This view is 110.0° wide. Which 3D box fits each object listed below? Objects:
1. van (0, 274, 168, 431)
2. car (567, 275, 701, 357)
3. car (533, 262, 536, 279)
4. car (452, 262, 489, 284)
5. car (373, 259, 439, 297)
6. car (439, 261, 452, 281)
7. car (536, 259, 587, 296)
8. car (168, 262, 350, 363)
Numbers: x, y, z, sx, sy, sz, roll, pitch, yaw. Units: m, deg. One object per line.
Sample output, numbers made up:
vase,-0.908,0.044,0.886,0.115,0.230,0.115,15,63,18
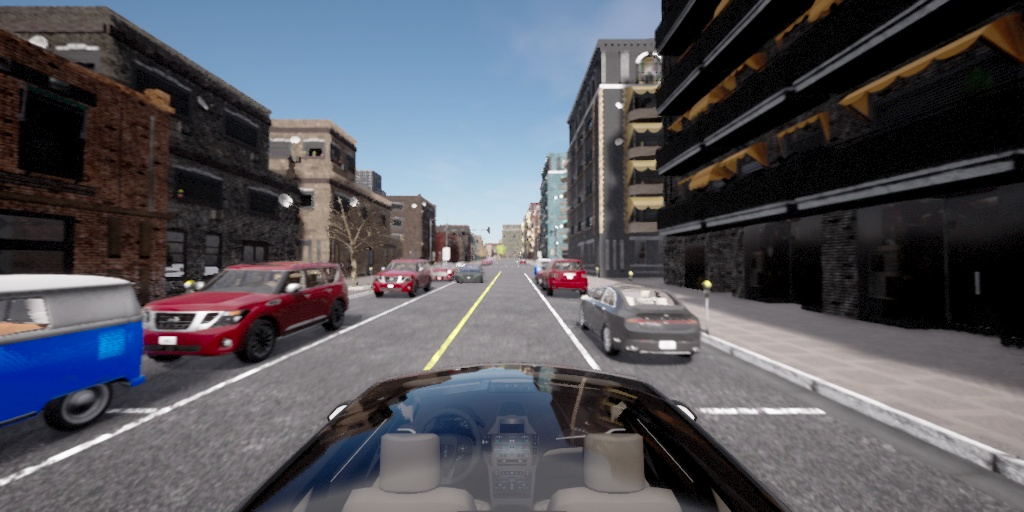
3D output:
van,-5.688,1.094,3.017,1.690,1.789,3.998,0,0,0
car,2.695,1.311,8.413,2.007,1.370,4.403,0,0,0
car,2.702,1.227,24.634,1.967,1.591,4.097,0,0,0
car,-3.085,1.356,27.436,1.994,1.385,4.181,0,0,0
car,-5.681,1.094,19.238,2.192,1.841,5.009,0,0,0
car,-5.676,1.236,30.053,1.967,1.591,4.097,0,0,0
car,2.700,1.093,19.227,2.192,1.841,5.009,0,0,0
car,-5.686,1.076,8.424,2.192,1.841,5.009,0,0,0
